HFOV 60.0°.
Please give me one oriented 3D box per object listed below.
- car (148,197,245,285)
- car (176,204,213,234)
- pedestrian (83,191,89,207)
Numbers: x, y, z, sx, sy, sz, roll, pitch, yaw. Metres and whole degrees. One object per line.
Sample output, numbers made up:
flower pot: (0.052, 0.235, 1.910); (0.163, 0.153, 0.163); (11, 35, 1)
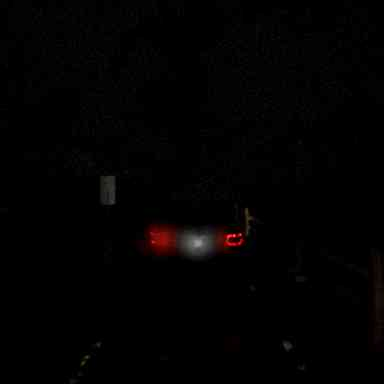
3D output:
car: (0.105, 1.144, 9.392); (2.150, 2.045, 5.566); (0, 0, 0)
car: (0.069, 1.448, 19.249); (1.895, 1.301, 4.718); (0, 0, -1)
pedestrian: (-12.170, 0.834, 37.945); (0.375, 1.860, 0.375); (0, -1, 0)
